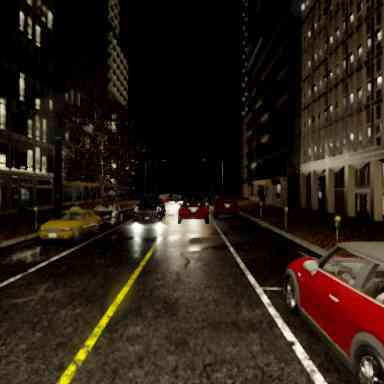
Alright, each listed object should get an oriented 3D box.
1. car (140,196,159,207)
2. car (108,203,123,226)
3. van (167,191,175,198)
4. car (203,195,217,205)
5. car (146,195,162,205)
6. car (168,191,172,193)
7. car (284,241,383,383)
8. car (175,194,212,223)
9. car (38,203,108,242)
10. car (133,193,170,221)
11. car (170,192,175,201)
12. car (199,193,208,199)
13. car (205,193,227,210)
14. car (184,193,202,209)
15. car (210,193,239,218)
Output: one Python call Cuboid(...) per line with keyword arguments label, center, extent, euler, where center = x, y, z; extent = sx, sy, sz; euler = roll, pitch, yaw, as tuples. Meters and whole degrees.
Cuboid(label="car", center=(-5.681, 1.260, 44.601), extent=(2.008, 1.369, 4.403), euler=(0, 0, 0))
Cuboid(label="car", center=(-5.685, 1.412, 21.833), extent=(2.008, 1.369, 4.403), euler=(0, 0, 0))
Cuboid(label="van", center=(-5.674, 0.719, 90.137), extent=(1.690, 1.788, 3.998), euler=(0, 0, 0))
Cuboid(label="car", center=(2.700, 1.194, 50.450), extent=(1.752, 1.417, 4.829), euler=(0, 0, 0))
Cuboid(label="car", center=(-5.681, 1.235, 50.294), extent=(1.947, 1.339, 4.313), euler=(0, 0, 0))
Cuboid(label="car", center=(-5.678, 1.056, 73.062), extent=(2.008, 1.369, 4.403), euler=(0, 0, 0))
Cuboid(label="car", center=(2.694, 1.410, 4.743), extent=(1.967, 1.590, 4.097), euler=(0, 0, 0))
Cuboid(label="car", center=(0.103, 1.199, 23.810), extent=(2.097, 1.767, 4.553), euler=(0, 0, 0))
Cuboid(label="car", center=(-5.686, 1.425, 15.969), extent=(1.752, 1.417, 4.829), euler=(0, 0, 0))
Cuboid(label="car", center=(-3.095, 1.192, 25.153), extent=(2.097, 1.767, 4.553), euler=(0, 0, 0))
Cuboid(label="car", center=(-3.000, 1.157, 65.871), extent=(1.895, 1.301, 4.718), euler=(0, 0, 0))
Cuboid(label="car", center=(2.704, 1.029, 78.740), extent=(1.947, 1.339, 4.313), euler=(0, 0, 0))
Cuboid(label="car", center=(2.699, 1.063, 38.895), extent=(2.192, 1.841, 5.009), euler=(0, 0, 0))
Cuboid(label="car", center=(0.105, 1.082, 41.528), extent=(2.097, 1.767, 4.553), euler=(0, 0, 0))
Cuboid(label="car", center=(2.698, 1.139, 27.511), extent=(2.192, 1.841, 5.009), euler=(0, 0, 0))
